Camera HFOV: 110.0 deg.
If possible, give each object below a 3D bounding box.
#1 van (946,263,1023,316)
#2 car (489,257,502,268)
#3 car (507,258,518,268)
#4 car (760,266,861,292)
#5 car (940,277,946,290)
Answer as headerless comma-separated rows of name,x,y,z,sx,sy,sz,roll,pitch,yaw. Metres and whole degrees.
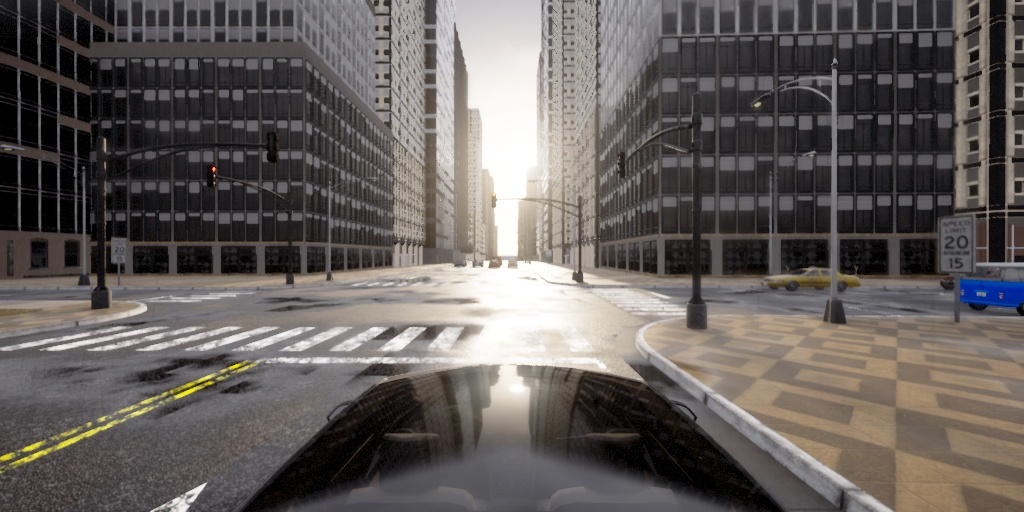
van,18.379,1.116,12.558,3.998,1.789,1.690,0,0,2
car,-3.123,1.372,63.359,1.812,1.442,4.674,0,0,0
car,0.127,1.393,63.352,2.033,1.411,5.357,0,0,0
car,17.125,1.289,20.733,4.829,1.417,1.751,0,0,2
car,26.958,1.352,20.228,4.207,1.307,1.802,0,0,2
